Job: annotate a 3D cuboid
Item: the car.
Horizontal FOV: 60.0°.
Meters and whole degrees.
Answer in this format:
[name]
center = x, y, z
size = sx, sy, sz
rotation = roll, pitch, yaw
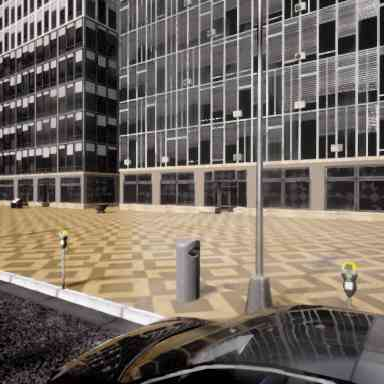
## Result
[car]
center = 0.743, 1.566, 2.339
size = 4.313, 1.339, 1.947
rotation = 0, 0, 35
